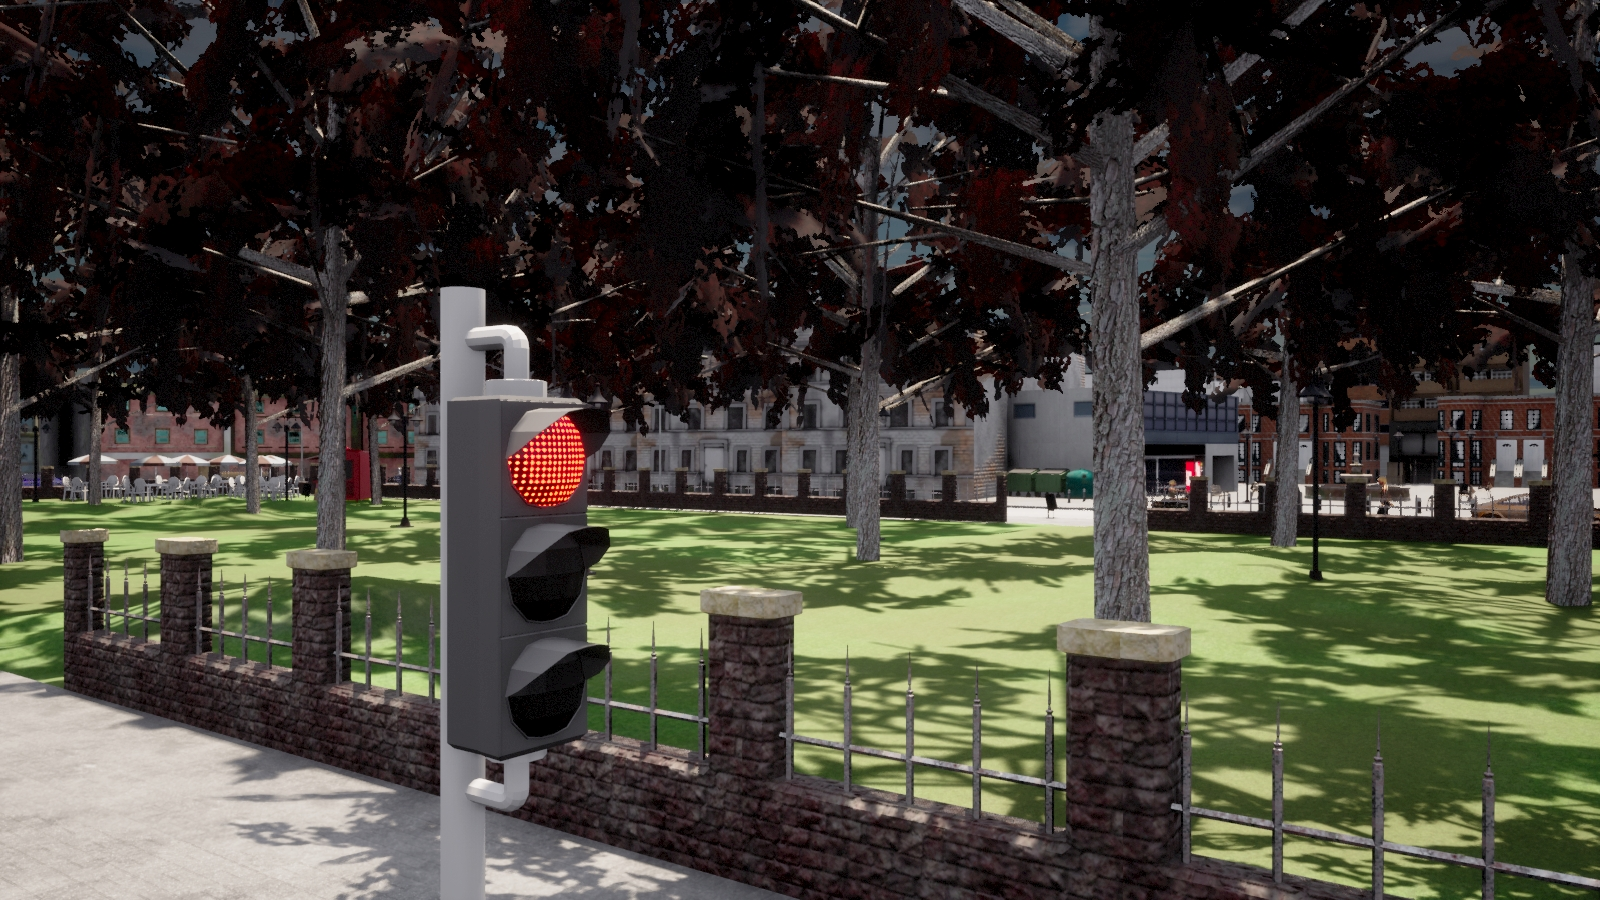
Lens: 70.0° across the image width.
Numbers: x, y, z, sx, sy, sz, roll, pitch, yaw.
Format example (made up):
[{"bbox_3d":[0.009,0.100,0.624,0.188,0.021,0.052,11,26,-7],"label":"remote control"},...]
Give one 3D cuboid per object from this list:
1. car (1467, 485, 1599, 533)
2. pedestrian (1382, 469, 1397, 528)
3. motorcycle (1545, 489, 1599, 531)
[{"bbox_3d":[24.490,1.898,37.605,4.181,1.385,1.994,0,0,37],"label":"car"},{"bbox_3d":[18.557,1.523,35.970,0.375,1.860,0.375,0,0,36],"label":"pedestrian"},{"bbox_3d":[25.489,1.950,36.881,2.356,1.277,0.764,0,0,36],"label":"motorcycle"}]
